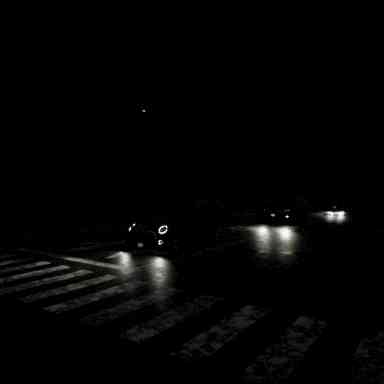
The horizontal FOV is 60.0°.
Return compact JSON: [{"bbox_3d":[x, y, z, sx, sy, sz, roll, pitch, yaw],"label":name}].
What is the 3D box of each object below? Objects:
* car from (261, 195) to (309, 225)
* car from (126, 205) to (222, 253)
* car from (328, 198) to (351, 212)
[{"bbox_3d":[7.147,1.236,25.114,2.150,2.045,5.566,0,0,35],"label":"car"},{"bbox_3d":[-0.620,1.370,14.088,2.097,1.767,4.553,0,0,35],"label":"car"},{"bbox_3d":[17.787,1.517,40.113,2.128,1.511,4.902,0,0,36],"label":"car"}]
